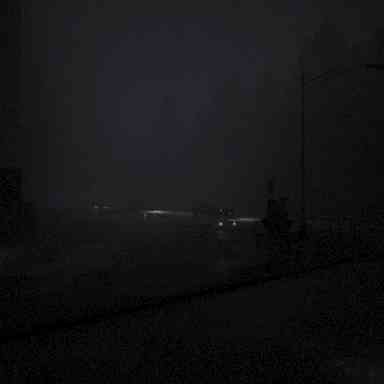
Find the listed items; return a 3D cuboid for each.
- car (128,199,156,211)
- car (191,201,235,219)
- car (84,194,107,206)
[{"bbox_3d":[-6.073,1.553,40.382,1.994,1.385,4.181,0,0,-36],"label":"car"},{"bbox_3d":[1.757,1.516,29.496,1.812,1.442,4.674,0,0,-36],"label":"car"},{"bbox_3d":[-15.703,1.317,53.957,2.150,2.045,5.566,0,0,-36],"label":"car"}]
